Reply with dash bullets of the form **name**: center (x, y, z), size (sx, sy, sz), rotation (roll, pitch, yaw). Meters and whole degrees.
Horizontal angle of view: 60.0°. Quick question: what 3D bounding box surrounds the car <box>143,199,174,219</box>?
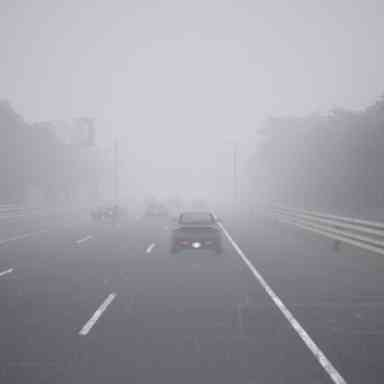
- **car**: center (-3.022, 1.595, 29.734), size (1.994, 1.385, 4.181), rotation (0, 0, 1)

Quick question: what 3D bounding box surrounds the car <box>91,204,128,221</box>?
- **car**: center (-6.590, 1.624, 27.109), size (1.895, 1.301, 4.718), rotation (0, 0, 1)

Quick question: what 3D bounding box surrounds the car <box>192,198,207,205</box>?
- **car**: center (1.009, 1.547, 46.577), size (1.812, 1.442, 4.674), rotation (0, 0, 2)

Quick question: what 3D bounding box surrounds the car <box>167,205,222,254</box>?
- **car**: center (0.183, 1.523, 13.666), size (1.837, 1.490, 4.892), rotation (0, 0, 1)

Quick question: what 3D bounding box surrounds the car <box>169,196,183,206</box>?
- **car**: center (-2.406, 1.355, 48.491), size (2.097, 1.767, 4.553), rotation (0, 0, 2)

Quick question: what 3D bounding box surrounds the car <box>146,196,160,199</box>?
- **car**: center (-5.872, 1.343, 49.513), size (2.097, 1.767, 4.553), rotation (0, 0, 2)
